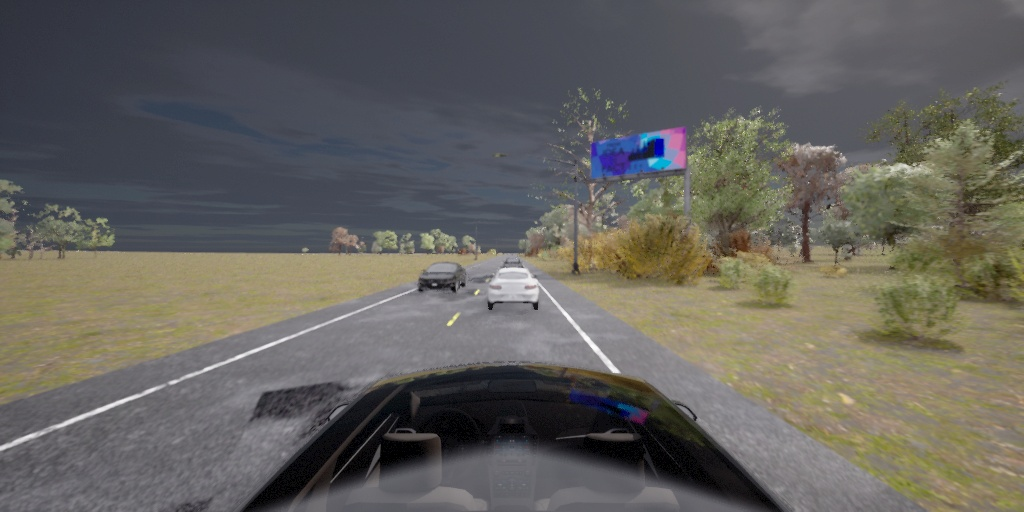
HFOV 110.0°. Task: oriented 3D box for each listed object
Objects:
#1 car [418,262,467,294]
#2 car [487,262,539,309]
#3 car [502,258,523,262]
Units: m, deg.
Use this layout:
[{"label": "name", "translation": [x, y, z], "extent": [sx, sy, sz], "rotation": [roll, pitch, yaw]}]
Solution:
[{"label": "car", "translation": [-3.565, 1.047, 19.096], "extent": [1.882, 1.535, 5.008], "rotation": [0, 0, 0]}, {"label": "car", "translation": [0.051, 1.148, 14.035], "extent": [1.812, 1.442, 4.674], "rotation": [0, 1, 0]}, {"label": "car", "translation": [0.078, 0.904, 34.298], "extent": [2.128, 1.511, 4.902], "rotation": [0, 1, 0]}]
